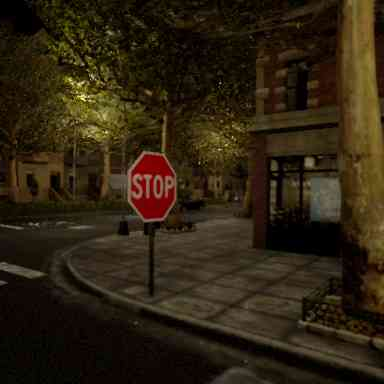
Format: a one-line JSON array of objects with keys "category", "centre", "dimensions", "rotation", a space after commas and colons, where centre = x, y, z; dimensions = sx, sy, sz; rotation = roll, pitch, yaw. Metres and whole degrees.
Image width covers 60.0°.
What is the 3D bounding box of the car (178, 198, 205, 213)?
[{"category": "car", "centre": [-0.511, 1.335, 34.425], "dimensions": [2.128, 1.511, 4.902], "rotation": [1, 0, 36]}]
